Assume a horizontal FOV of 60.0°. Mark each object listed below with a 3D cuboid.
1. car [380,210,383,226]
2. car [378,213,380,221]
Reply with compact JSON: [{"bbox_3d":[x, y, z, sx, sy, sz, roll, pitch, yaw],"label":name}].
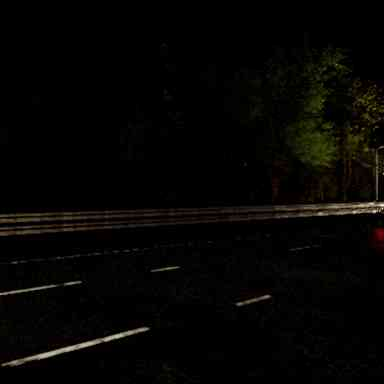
[{"bbox_3d":[11.533,1.545,16.284,5.008,1.535,1.882,0,0,-36],"label":"car"},{"bbox_3d":[14.752,1.582,22.884,4.902,1.511,2.128,0,0,-36],"label":"car"}]
